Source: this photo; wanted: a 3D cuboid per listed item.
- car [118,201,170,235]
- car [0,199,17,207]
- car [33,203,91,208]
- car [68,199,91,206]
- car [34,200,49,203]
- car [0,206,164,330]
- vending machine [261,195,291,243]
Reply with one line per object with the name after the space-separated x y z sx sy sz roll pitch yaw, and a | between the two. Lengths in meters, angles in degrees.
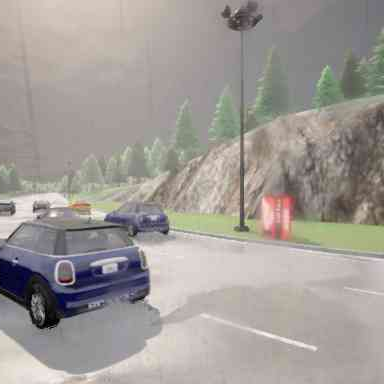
-3.089 1.352 18.136 2.097 1.767 4.553 0 0 -35 | car
-19.327 1.491 34.383 2.128 1.511 4.902 0 0 -25 | car
-7.174 1.547 17.888 2.033 1.411 5.357 0 0 -31 | car
-11.864 1.478 34.973 1.882 1.535 5.008 0 0 -25 | car
-17.587 1.601 38.886 1.895 1.301 4.718 0 0 -25 | car
-2.968 1.351 7.243 4.553 1.767 2.097 0 0 43 | car
3.882 1.195 15.396 1.100 2.100 0.880 0 0 -44 | vending machine
